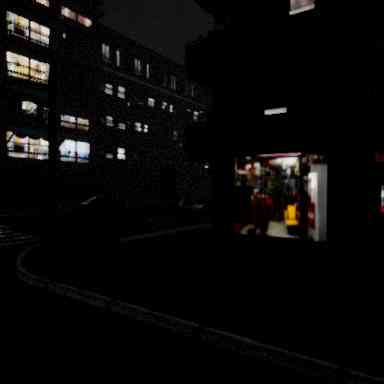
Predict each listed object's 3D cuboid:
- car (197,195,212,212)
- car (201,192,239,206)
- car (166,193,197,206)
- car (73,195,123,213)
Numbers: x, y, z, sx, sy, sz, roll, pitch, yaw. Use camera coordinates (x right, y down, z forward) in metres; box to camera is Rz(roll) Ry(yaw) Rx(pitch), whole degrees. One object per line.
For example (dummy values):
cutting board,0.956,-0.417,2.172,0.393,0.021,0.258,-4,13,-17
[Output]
car,2.643,0.923,26.998,1.887,1.381,4.507,2,2,35
car,3.314,0.710,38.197,2.033,1.411,5.357,1,1,35
car,-1.017,0.763,36.518,1.947,1.339,4.313,2,2,35
car,-7.614,0.944,27.312,1.947,1.339,4.313,2,2,35
